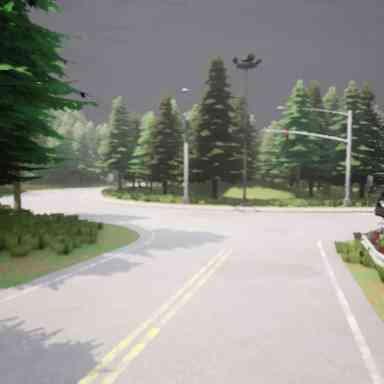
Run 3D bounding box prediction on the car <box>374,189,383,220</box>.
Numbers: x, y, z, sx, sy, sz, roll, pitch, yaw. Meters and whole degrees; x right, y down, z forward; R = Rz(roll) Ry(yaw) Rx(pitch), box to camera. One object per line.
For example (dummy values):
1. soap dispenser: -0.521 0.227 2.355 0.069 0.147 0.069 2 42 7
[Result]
1. car: 13.102 0.820 18.484 5.566 2.045 2.150 0 3 -7
